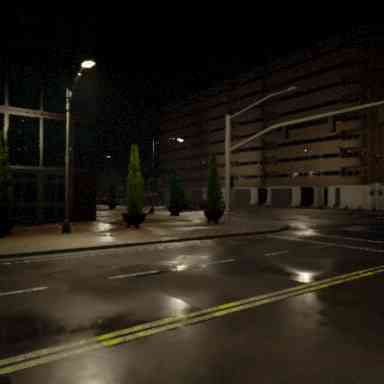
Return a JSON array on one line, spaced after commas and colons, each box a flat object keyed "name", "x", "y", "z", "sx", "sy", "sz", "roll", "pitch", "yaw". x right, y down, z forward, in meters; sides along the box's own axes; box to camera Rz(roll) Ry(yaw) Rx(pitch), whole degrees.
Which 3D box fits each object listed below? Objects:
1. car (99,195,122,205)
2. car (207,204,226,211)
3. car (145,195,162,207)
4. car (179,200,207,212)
[{"name": "car", "x": -14.700, "y": 1.727, "z": 60.345, "sx": 1.895, "sy": 1.301, "sz": 4.718, "roll": 1, "pitch": 0, "yaw": -35}, {"name": "car", "x": 2.160, "y": 1.700, "z": 42.368, "sx": 2.033, "sy": 1.411, "sz": 5.357, "roll": 1, "pitch": 0, "yaw": -35}, {"name": "car", "x": -6.860, "y": 1.679, "z": 55.202, "sx": 1.812, "sy": 1.442, "sz": 4.674, "roll": 1, "pitch": 0, "yaw": -35}, {"name": "car", "x": -0.605, "y": 1.650, "z": 40.216, "sx": 1.812, "sy": 1.442, "sz": 4.674, "roll": 1, "pitch": 0, "yaw": -35}]
